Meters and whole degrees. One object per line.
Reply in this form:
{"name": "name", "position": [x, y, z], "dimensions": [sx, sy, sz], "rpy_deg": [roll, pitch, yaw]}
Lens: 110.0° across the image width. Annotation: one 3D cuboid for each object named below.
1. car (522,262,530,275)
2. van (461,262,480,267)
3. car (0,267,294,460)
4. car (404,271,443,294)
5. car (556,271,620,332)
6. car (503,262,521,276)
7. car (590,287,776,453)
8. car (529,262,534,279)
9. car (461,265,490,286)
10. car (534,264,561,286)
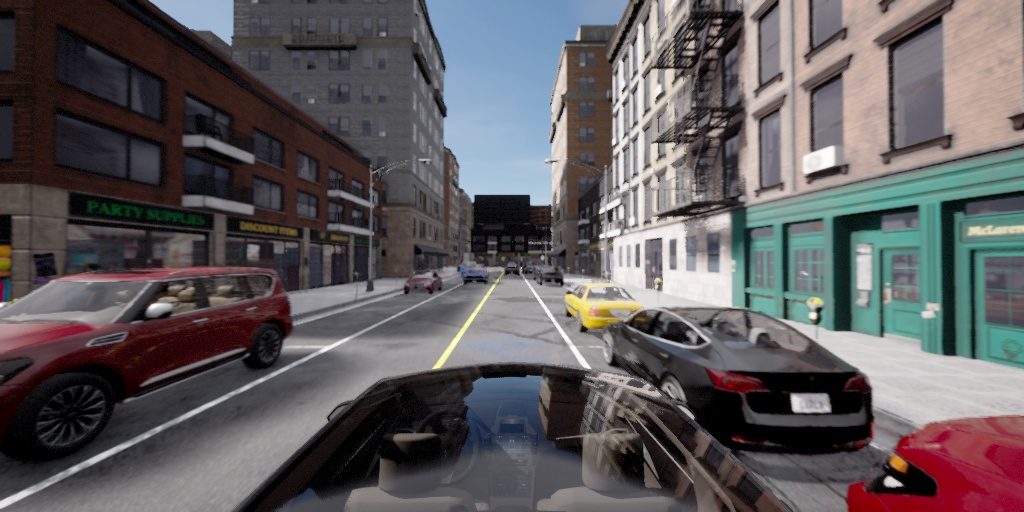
{"name": "car", "position": [2.635, 1.887, 50.525], "dimensions": [1.948, 1.339, 4.313], "rpy_deg": [0, 0, 0]}
{"name": "van", "position": [-5.390, 1.595, 44.863], "dimensions": [1.690, 1.789, 3.998], "rpy_deg": [0, 0, 0]}
{"name": "car", "position": [-5.388, 1.105, 5.233], "dimensions": [2.192, 1.841, 5.009], "rpy_deg": [0, 0, 0]}
{"name": "car", "position": [-5.389, 1.571, 22.218], "dimensions": [1.802, 1.307, 4.207], "rpy_deg": [0, 0, 0]}
{"name": "car", "position": [2.637, 1.383, 11.064], "dimensions": [1.751, 1.417, 4.829], "rpy_deg": [0, 0, 0]}
{"name": "car", "position": [0.004, 1.760, 45.535], "dimensions": [1.837, 1.490, 4.892], "rpy_deg": [0, -1, 0]}
{"name": "car", "position": [2.637, 1.357, 5.233], "dimensions": [1.948, 1.339, 4.313], "rpy_deg": [0, 0, 0]}
{"name": "car", "position": [3.019, 1.654, 35.922], "dimensions": [1.837, 1.490, 4.892], "rpy_deg": [0, -1, 0]}
{"name": "car", "position": [-2.850, 1.674, 29.440], "dimensions": [1.895, 1.301, 4.718], "rpy_deg": [0, -1, 0]}
{"name": "car", "position": [3.019, 1.572, 28.923], "dimensions": [1.837, 1.490, 4.892], "rpy_deg": [0, -1, 0]}
